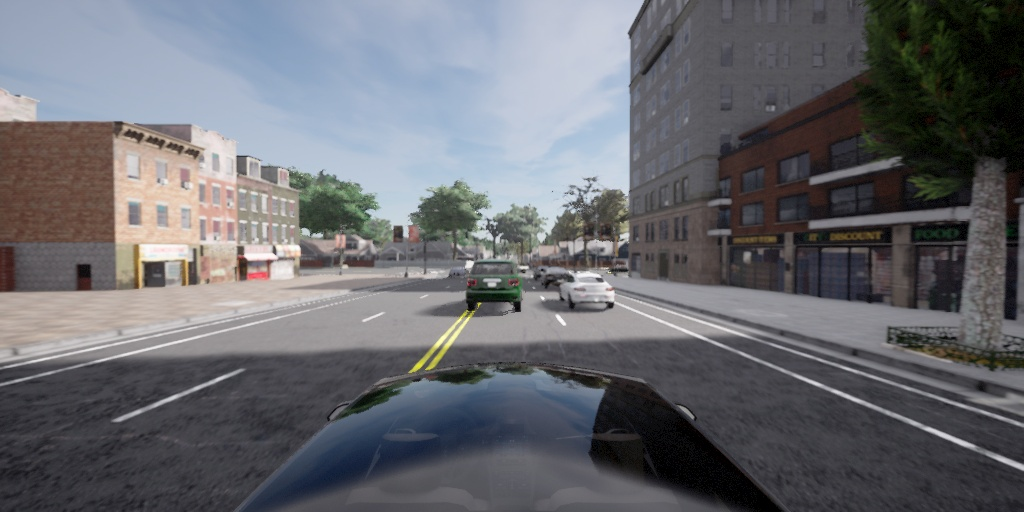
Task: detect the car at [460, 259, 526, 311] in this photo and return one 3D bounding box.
[{"bbox_3d":[-0.589,1.166,15.801,2.150,2.045,5.566,0,-1,3],"label":"car"}]

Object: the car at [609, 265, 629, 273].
[{"bbox_3d":[18.646,2.225,59.631,4.718,1.301,1.895,0,1,0],"label":"car"}]

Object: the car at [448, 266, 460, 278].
[{"bbox_3d":[-6.532,1.973,44.231,1.994,1.385,4.181,0,-1,1],"label":"car"}]

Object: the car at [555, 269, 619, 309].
[{"bbox_3d":[3.252,1.473,16.130,1.812,1.442,4.674,0,-1,0],"label":"car"}]

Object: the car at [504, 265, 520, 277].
[{"bbox_3d":[0.007,1.967,48.030,2.128,1.511,4.902,0,-1,0],"label":"car"}]

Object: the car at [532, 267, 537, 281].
[{"bbox_3d":[3.255,1.805,38.145,1.837,1.490,4.892,0,-1,0],"label":"car"}]

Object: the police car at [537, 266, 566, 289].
[{"bbox_3d":[3.254,1.543,27.249,1.930,1.638,5.238,0,-1,0],"label":"police car"}]
